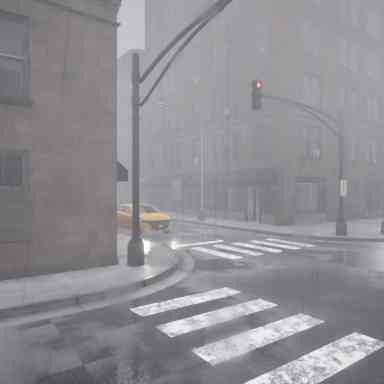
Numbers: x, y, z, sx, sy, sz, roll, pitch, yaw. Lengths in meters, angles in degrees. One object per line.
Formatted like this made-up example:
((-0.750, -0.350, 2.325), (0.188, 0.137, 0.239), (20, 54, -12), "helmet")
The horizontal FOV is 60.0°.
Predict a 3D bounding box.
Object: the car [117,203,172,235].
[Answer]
((-2.939, 1.382, 18.388), (1.882, 1.535, 5.008), (0, 0, -34), "car")
